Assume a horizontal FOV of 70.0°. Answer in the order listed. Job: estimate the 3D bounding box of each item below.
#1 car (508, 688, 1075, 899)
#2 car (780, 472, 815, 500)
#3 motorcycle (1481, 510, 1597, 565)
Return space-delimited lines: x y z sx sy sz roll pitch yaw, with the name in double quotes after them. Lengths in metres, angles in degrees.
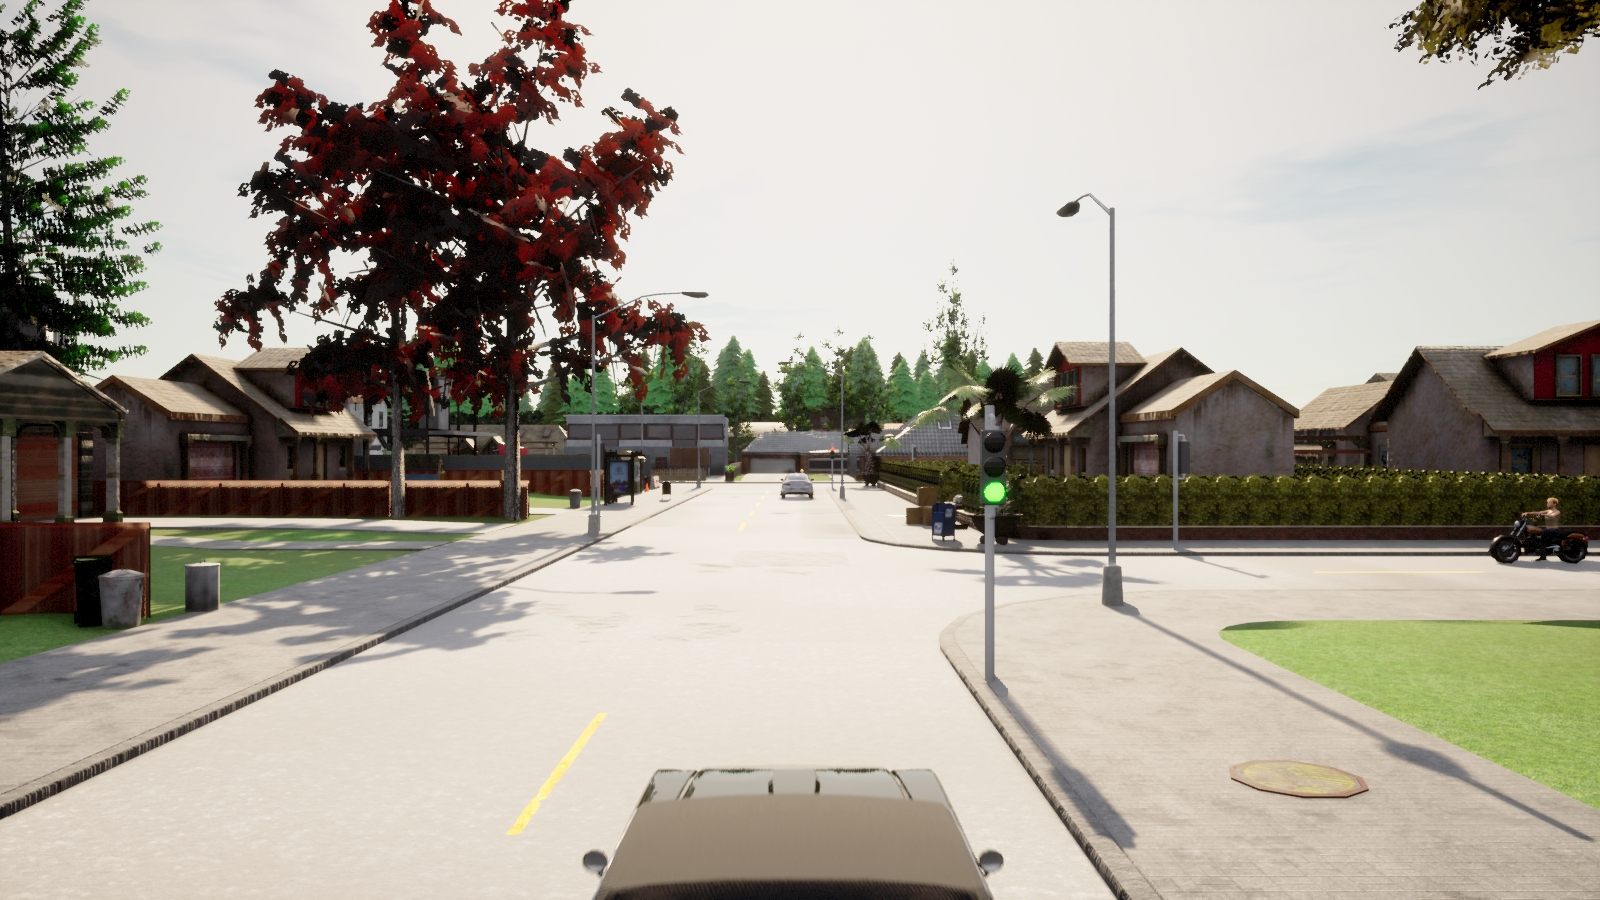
-0.030 2.155 4.856 1.895 1.301 4.718 0 0 0 "car"
-0.164 2.081 66.907 2.002 1.442 4.674 0 0 0 "car"
18.237 2.155 28.222 2.356 1.307 0.764 0 0 0 "motorcycle"
